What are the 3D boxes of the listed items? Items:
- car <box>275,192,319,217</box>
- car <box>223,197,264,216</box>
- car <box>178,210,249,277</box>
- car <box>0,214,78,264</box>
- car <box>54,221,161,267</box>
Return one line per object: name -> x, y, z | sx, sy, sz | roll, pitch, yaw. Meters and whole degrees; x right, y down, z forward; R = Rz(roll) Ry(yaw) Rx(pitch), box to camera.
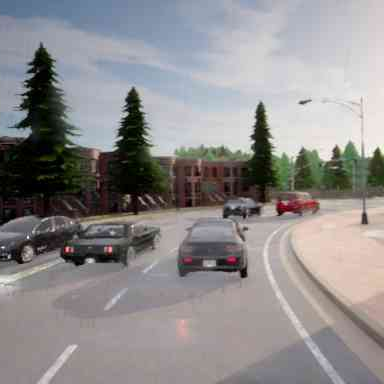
car -> 9.246, 1.015, 28.992 | 2.150, 2.045, 5.566 | -2, 0, 39
car -> 4.390, 1.269, 28.102 | 2.097, 1.767, 4.553 | -1, 0, 33
car -> 0.744, 1.517, 10.149 | 1.812, 1.442, 4.674 | -2, 0, 8
car -> -6.037, 1.670, 12.674 | 1.837, 1.490, 4.892 | -2, 0, 12
car -> -2.536, 1.677, 11.766 | 1.895, 1.301, 4.718 | -1, 0, 10
